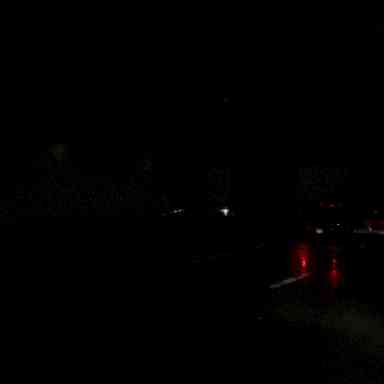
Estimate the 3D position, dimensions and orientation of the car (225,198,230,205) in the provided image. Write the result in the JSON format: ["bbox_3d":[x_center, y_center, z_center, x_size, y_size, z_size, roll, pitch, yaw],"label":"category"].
[{"bbox_3d":[6.214,1.655,51.883,1.895,1.301,4.718,0,0,12],"label":"car"}]

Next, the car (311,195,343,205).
[{"bbox_3d":[12.534,1.258,31.056,2.150,2.045,5.566,0,0,12],"label":"car"}]

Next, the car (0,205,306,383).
[{"bbox_3d":[-1.825,1.217,2.439,5.566,2.045,2.150,0,0,-36],"label":"car"}]

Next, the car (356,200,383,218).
[{"bbox_3d":[15.952,1.495,30.301,2.128,1.511,4.902,0,0,12],"label":"car"}]

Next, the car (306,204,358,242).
[{"bbox_3d":[6.835,1.533,16.575,1.812,1.442,4.674,0,0,32],"label":"car"}]
